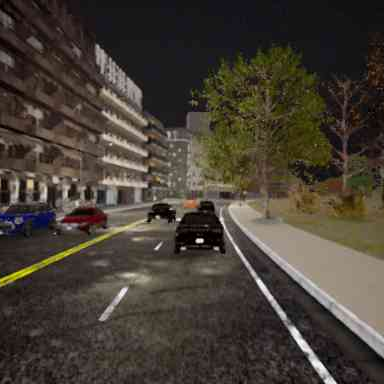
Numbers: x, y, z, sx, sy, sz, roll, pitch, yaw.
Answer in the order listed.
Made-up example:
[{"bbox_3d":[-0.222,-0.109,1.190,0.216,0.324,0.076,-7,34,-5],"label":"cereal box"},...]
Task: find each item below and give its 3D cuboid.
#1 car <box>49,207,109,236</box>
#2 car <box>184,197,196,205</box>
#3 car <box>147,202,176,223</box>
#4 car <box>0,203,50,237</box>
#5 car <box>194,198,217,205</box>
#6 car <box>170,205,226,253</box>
[{"bbox_3d":[-6.161,1.612,19.286,1.812,1.442,4.674,0,0,3],"label":"car"},{"bbox_3d":[0.036,1.593,52.437,2.097,1.767,4.553,0,0,7],"label":"car"},{"bbox_3d":[-2.342,1.613,26.647,1.837,1.490,4.892,0,-1,4],"label":"car"},{"bbox_3d":[-9.430,1.443,18.688,2.097,1.767,4.553,0,0,3],"label":"car"},{"bbox_3d":[1.556,1.649,35.504,1.837,1.490,4.892,0,0,5],"label":"car"},{"bbox_3d":[0.342,1.526,13.945,1.882,1.535,5.008,0,0,2],"label":"car"}]
